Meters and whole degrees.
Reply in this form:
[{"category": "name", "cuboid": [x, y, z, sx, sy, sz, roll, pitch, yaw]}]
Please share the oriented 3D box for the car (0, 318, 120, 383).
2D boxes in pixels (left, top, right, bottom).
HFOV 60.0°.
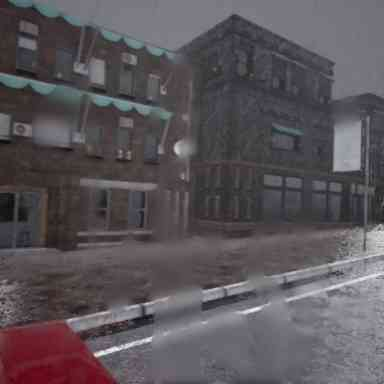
[{"category": "car", "cuboid": [-2.798, 1.594, 1.690, 4.718, 1.301, 1.895, 0, 0, -35]}]
